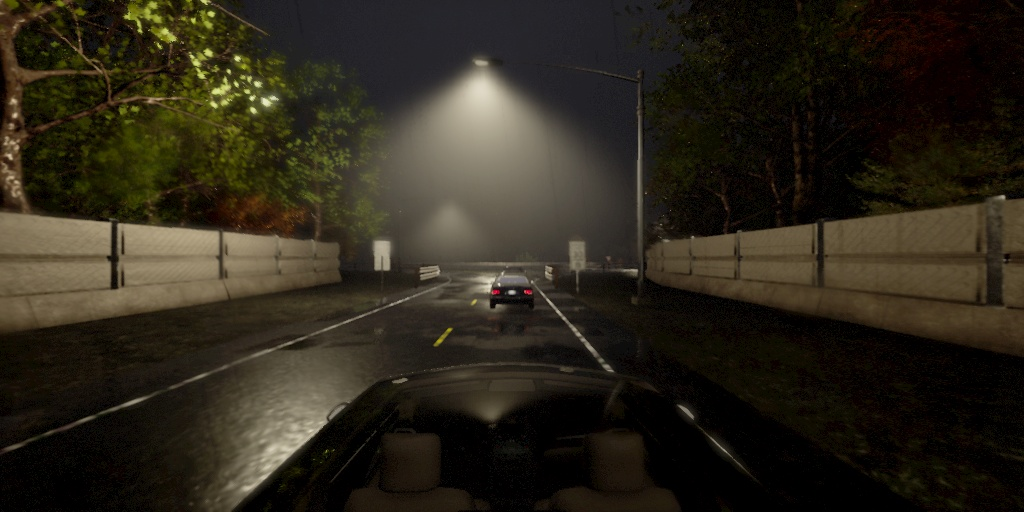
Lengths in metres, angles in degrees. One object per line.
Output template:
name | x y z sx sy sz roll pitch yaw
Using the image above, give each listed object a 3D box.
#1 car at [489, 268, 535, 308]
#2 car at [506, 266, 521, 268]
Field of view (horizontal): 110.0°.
car | -0.002 1.427 15.848 2.033 1.411 5.357 0 0 0
car | 0.152 1.564 30.705 2.033 1.411 5.357 0 0 5
